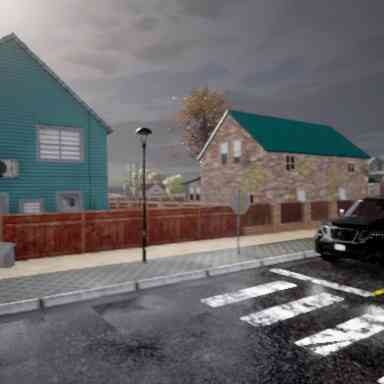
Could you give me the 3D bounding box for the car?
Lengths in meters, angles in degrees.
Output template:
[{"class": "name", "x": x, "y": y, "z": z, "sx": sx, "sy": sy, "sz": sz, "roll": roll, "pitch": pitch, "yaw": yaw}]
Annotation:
[{"class": "car", "x": 6.295, "y": 1.138, "z": 10.583, "sx": 5.566, "sy": 2.045, "sz": 2.150, "roll": 0, "pitch": 1, "yaw": -34}]
